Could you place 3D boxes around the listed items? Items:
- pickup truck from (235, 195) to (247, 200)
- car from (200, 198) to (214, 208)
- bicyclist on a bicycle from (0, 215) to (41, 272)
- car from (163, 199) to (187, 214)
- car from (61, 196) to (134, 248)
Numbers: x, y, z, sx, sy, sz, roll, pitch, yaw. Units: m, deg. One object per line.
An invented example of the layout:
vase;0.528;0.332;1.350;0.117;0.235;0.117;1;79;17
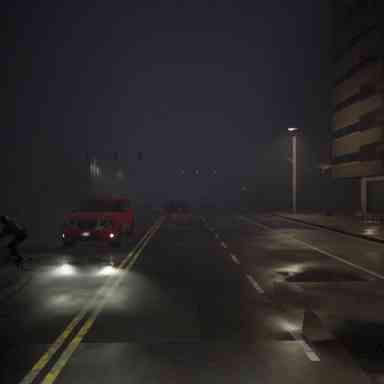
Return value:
pickup truck;13.861;1.058;90.876;2.390;2.098;6.274;0;0;29
car;2.151;1.547;48.476;2.033;1.411;5.357;0;0;-3
bicyclist on a bicycle;-5.030;1.455;9.231;1.656;1.620;0.582;-2;0;-2
car;-1.861;1.491;36.071;2.128;1.511;4.902;0;0;-15
car;-4.013;1.221;15.175;2.150;2.045;5.566;0;0;-1
